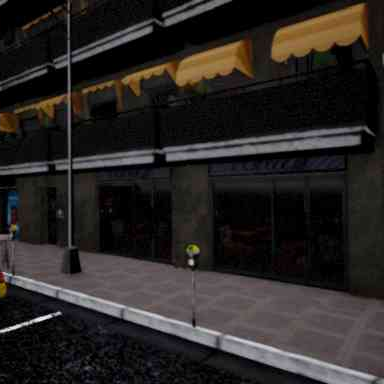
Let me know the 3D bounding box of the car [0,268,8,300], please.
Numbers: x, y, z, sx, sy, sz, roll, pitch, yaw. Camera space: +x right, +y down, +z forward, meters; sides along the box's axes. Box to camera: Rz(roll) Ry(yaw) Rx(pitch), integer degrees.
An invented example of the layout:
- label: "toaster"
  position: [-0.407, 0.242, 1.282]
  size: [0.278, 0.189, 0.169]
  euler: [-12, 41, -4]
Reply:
- label: "car"
  position: [-5.706, 1.545, 6.955]
  size: [4.829, 1.417, 1.752]
  euler: [0, -1, 36]
